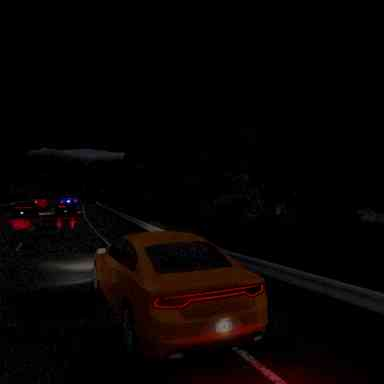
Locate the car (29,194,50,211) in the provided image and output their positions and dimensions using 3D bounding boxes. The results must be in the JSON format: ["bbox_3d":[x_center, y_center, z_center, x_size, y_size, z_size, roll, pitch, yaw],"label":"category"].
[{"bbox_3d":[-18.457,1.221,40.060,2.150,2.045,5.566,0,0,-19],"label":"car"}]

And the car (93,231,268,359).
[{"bbox_3d":[-0.640,1.478,6.295,1.882,1.535,5.008,0,0,-25],"label":"car"}]

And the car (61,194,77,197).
[{"bbox_3d":[-15.290,1.221,41.448,2.150,2.045,5.566,0,0,-18],"label":"car"}]

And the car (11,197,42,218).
[{"bbox_3d":[-15.059,1.505,30.161,1.837,1.490,4.892,0,0,-19],"label":"car"}]

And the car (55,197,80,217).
[{"bbox_3d":[-11.882,1.491,31.546,2.128,1.511,4.902,0,0,-19],"label":"car"}]
